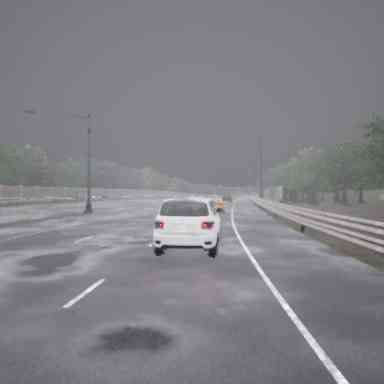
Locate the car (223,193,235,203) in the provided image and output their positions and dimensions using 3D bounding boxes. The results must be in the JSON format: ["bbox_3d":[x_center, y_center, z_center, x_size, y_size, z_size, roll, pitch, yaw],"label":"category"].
[{"bbox_3d":[7.442,1.220,71.047,2.150,2.045,5.566,0,0,8],"label":"car"}]

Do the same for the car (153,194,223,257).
[{"bbox_3d":[-0.025,1.207,13.125,2.150,2.045,5.566,0,0,6],"label":"car"}]

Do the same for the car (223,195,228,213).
[{"bbox_3d":[2.659,1.442,36.716,1.882,1.535,5.008,0,0,7],"label":"car"}]
